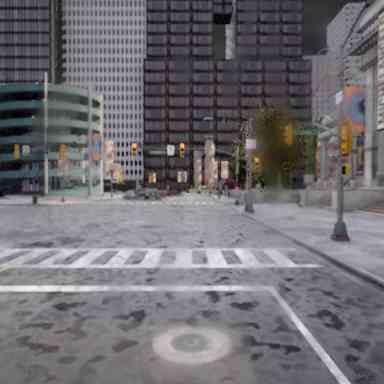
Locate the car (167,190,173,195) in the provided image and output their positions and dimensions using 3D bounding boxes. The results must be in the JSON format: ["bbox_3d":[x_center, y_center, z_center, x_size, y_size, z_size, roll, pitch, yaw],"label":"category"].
[{"bbox_3d":[-7.579,0.216,88.751,1.895,1.301,4.718,0,1,-25],"label":"car"}]

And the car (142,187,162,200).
[{"bbox_3d":[-7.068,0.305,59.005,2.150,2.045,5.566,0,1,0],"label":"car"}]

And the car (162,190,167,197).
[{"bbox_3d":[-7.232,0.321,74.443,1.882,1.535,5.008,0,1,-3],"label":"car"}]

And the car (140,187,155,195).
[{"bbox_3d":[-11.954,-0.200,89.545,2.150,2.045,5.566,0,1,-29],"label":"car"}]

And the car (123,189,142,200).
[{"bbox_3d":[-10.574,0.456,57.608,2.097,1.767,4.553,0,1,0],"label":"car"}]

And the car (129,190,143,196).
[{"bbox_3d":[-14.863,0.166,87.597,2.033,1.411,5.357,0,1,-29],"label":"car"}]

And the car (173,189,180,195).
[{"bbox_3d":[-4.845,0.086,91.065,1.837,1.490,4.892,0,1,-29],"label":"car"}]

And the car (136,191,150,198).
[{"bbox_3d":[-10.603,0.418,72.195,2.033,1.411,5.357,0,1,0],"label":"car"}]
